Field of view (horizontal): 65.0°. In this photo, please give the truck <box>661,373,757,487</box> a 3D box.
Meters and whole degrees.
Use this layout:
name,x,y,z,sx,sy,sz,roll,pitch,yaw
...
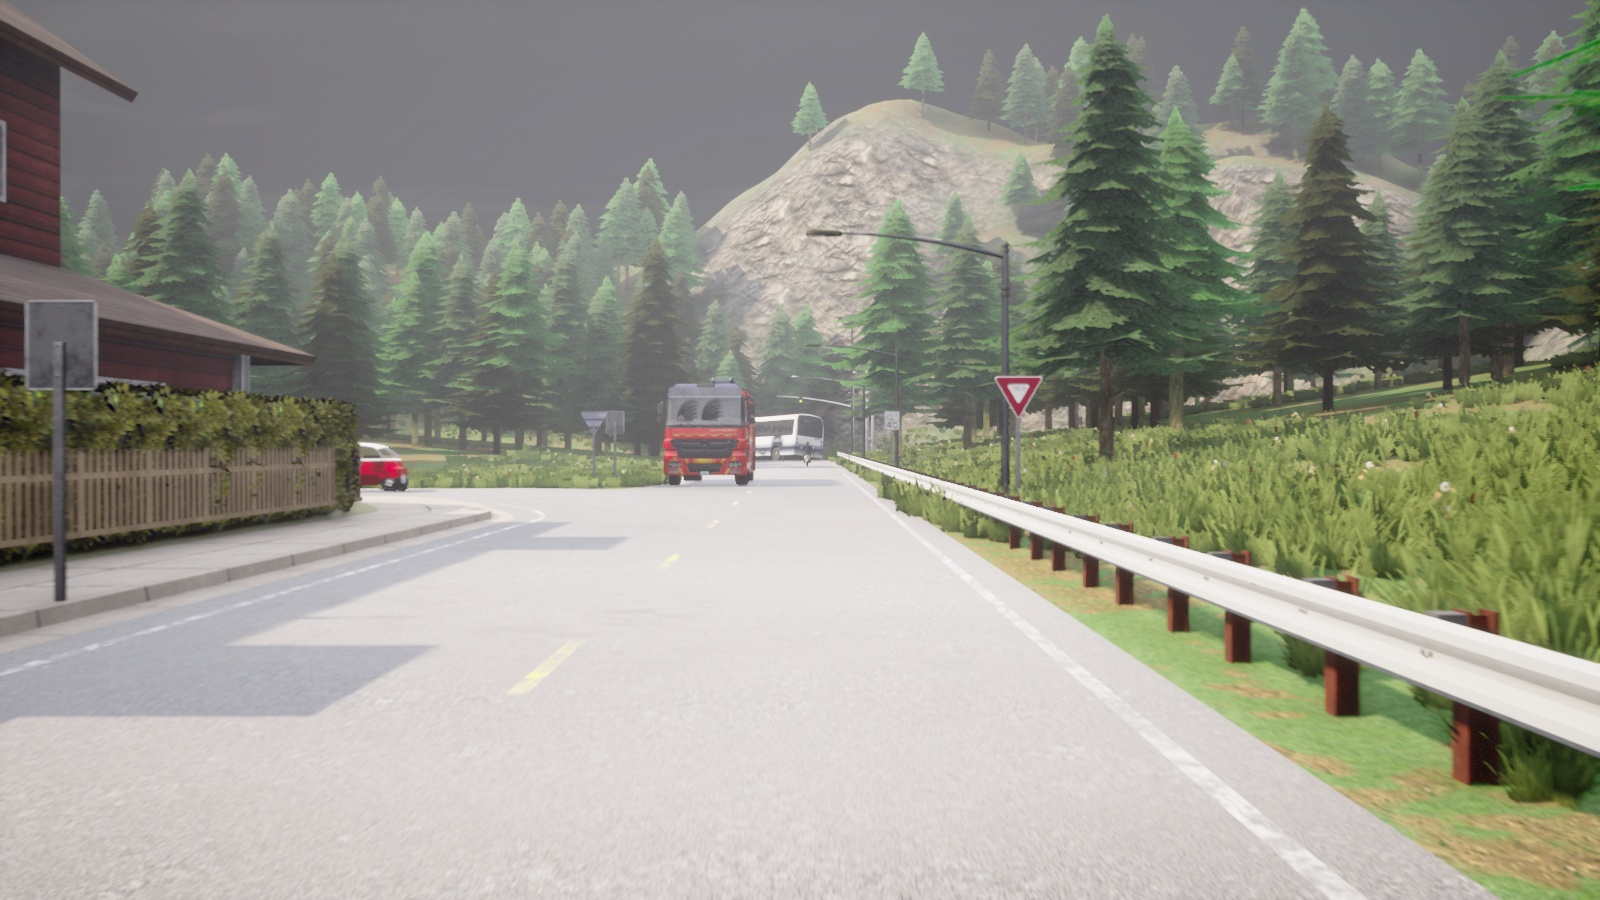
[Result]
name,x,y,z,sx,sy,sz,roll,pitch,yaw
truck,-3.220,-0.682,46.493,2.891,3.827,8.468,0,0,0

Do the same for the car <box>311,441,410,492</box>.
name,x,y,z,sx,sy,sz,roll,pitch,yaw
car,-12.208,0.455,34.941,2.207,1.376,1.481,0,0,2
